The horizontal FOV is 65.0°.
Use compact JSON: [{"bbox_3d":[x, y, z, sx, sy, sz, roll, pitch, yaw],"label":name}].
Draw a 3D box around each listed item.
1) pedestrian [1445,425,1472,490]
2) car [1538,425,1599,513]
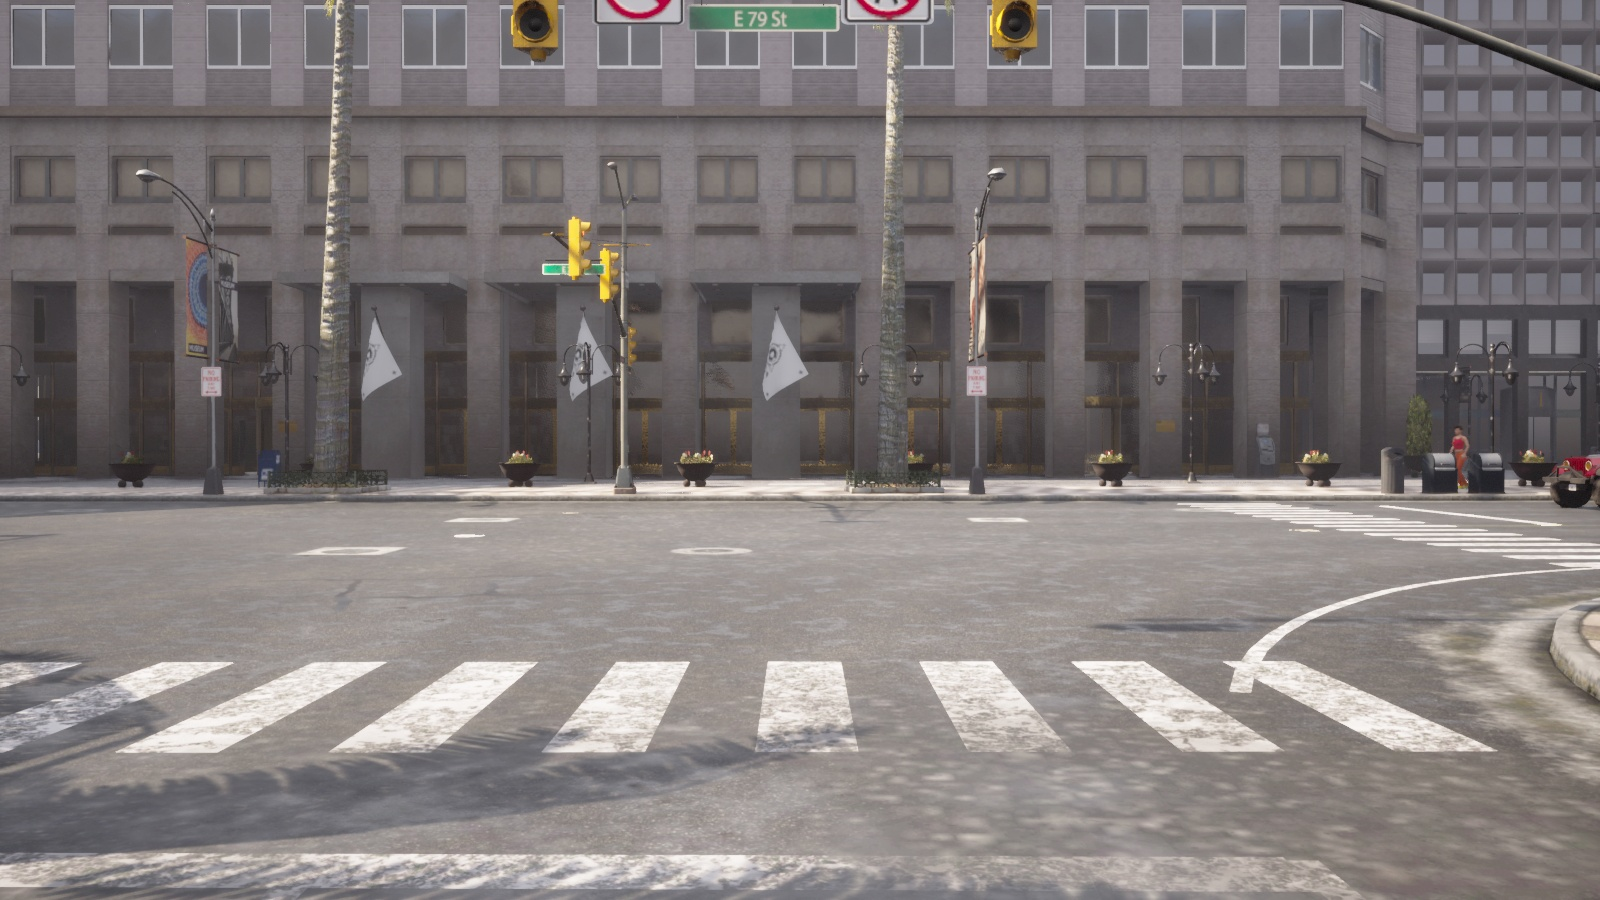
[{"bbox_3d":[18.672,0.217,35.607,0.594,1.836,0.345,0,0,-12],"label":"pedestrian"},{"bbox_3d":[18.784,0.401,27.708,3.866,1.878,1.905,0,0,1],"label":"car"}]
